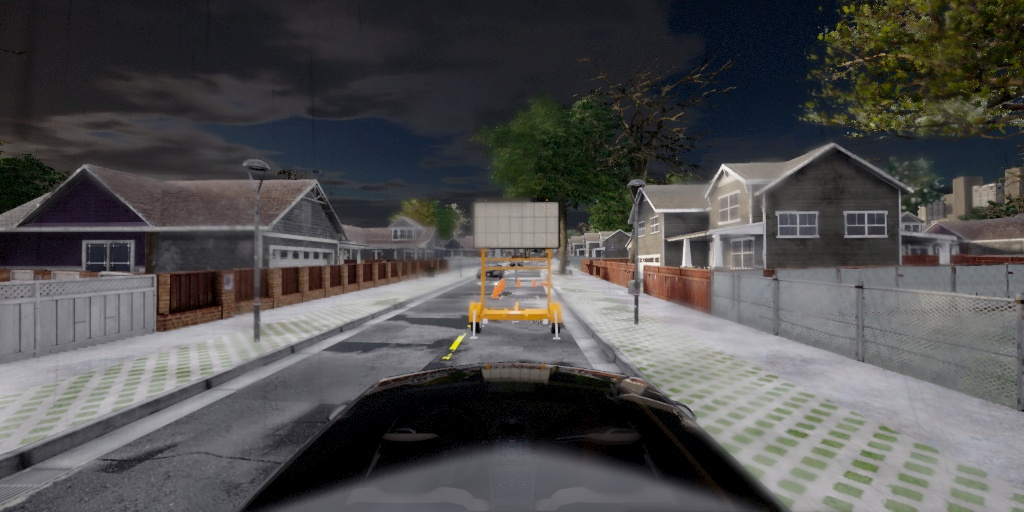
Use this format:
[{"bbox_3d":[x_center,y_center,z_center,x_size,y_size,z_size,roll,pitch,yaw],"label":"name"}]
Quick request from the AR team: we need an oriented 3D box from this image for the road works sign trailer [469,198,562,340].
[{"bbox_3d":[0.126,0.212,10.022,2.380,3.560,2.880,0,0,2],"label":"road works sign trailer"}]

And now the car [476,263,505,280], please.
[{"bbox_3d":[-1.729,1.276,30.078,1.994,1.385,4.181,0,0,4],"label":"car"}]

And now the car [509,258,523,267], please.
[{"bbox_3d":[0.669,1.102,55.724,1.837,1.490,4.892,0,0,6],"label":"car"}]
